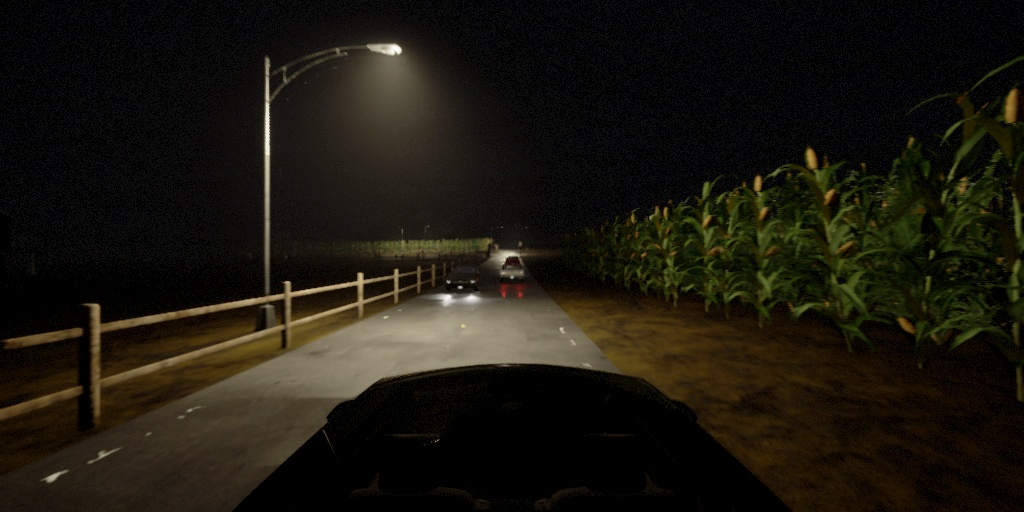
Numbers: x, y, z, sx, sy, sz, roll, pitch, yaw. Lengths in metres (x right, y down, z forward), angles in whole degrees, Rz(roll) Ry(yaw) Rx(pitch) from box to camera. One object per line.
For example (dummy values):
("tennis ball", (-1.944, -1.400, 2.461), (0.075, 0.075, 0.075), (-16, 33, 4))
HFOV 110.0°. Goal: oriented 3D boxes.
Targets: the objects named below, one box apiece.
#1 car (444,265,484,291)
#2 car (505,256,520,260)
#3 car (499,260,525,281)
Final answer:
("car", (-2.758, 1.264, 21.782), (2.033, 1.411, 5.357), (0, 0, 0))
("car", (0.070, 0.683, 47.359), (1.882, 1.535, 5.008), (0, 2, 0))
("car", (0.020, 1.243, 28.521), (1.895, 1.301, 4.718), (0, 1, 1))
